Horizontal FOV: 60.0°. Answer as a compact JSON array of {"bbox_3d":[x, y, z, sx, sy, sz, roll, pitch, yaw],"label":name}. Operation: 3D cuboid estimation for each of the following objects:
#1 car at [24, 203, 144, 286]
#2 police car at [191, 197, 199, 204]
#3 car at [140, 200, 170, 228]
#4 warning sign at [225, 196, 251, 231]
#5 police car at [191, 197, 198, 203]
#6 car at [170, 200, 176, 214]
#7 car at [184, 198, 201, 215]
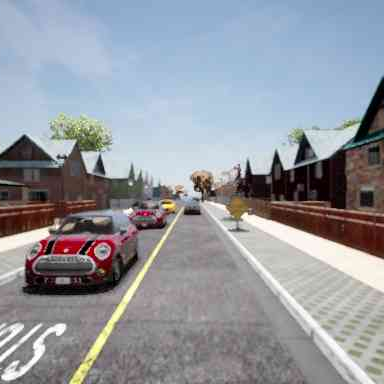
[{"bbox_3d":[-2.854,1.368,9.573,2.097,1.767,4.553,0,0,0],"label":"car"},{"bbox_3d":[0.780,2.026,83.319,1.930,1.638,5.238,0,-1,0],"label":"police car"},{"bbox_3d":[-2.858,1.415,22.427,2.097,1.767,4.553,0,0,0],"label":"car"},{"bbox_3d":[2.497,1.160,18.218,1.300,1.860,1.060,-1,-1,0],"label":"warning sign"},{"bbox_3d":[0.774,2.158,93.318,1.930,1.638,5.238,0,-1,0],"label":"police car"},{"bbox_3d":[-2.807,1.618,36.962,1.882,1.535,5.008,0,0,0],"label":"car"},{"bbox_3d":[0.035,1.685,36.402,2.033,1.411,5.357,0,0,0],"label":"car"}]
